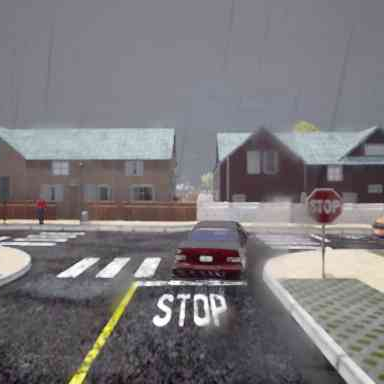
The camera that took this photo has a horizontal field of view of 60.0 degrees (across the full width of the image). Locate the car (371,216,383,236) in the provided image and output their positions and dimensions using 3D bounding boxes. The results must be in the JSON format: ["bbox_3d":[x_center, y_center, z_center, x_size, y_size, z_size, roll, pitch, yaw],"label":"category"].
[{"bbox_3d":[11.866,1.510,17.267,4.553,1.767,2.097,1,0,1],"label":"car"}]

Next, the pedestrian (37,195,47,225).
[{"bbox_3d":[-9.370,1.090,20.650,0.375,1.860,0.375,0,-1,1],"label":"pedestrian"}]

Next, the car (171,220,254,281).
[{"bbox_3d":[0.823,1.567,10.009,2.033,1.411,5.357,0,0,12],"label":"car"}]
